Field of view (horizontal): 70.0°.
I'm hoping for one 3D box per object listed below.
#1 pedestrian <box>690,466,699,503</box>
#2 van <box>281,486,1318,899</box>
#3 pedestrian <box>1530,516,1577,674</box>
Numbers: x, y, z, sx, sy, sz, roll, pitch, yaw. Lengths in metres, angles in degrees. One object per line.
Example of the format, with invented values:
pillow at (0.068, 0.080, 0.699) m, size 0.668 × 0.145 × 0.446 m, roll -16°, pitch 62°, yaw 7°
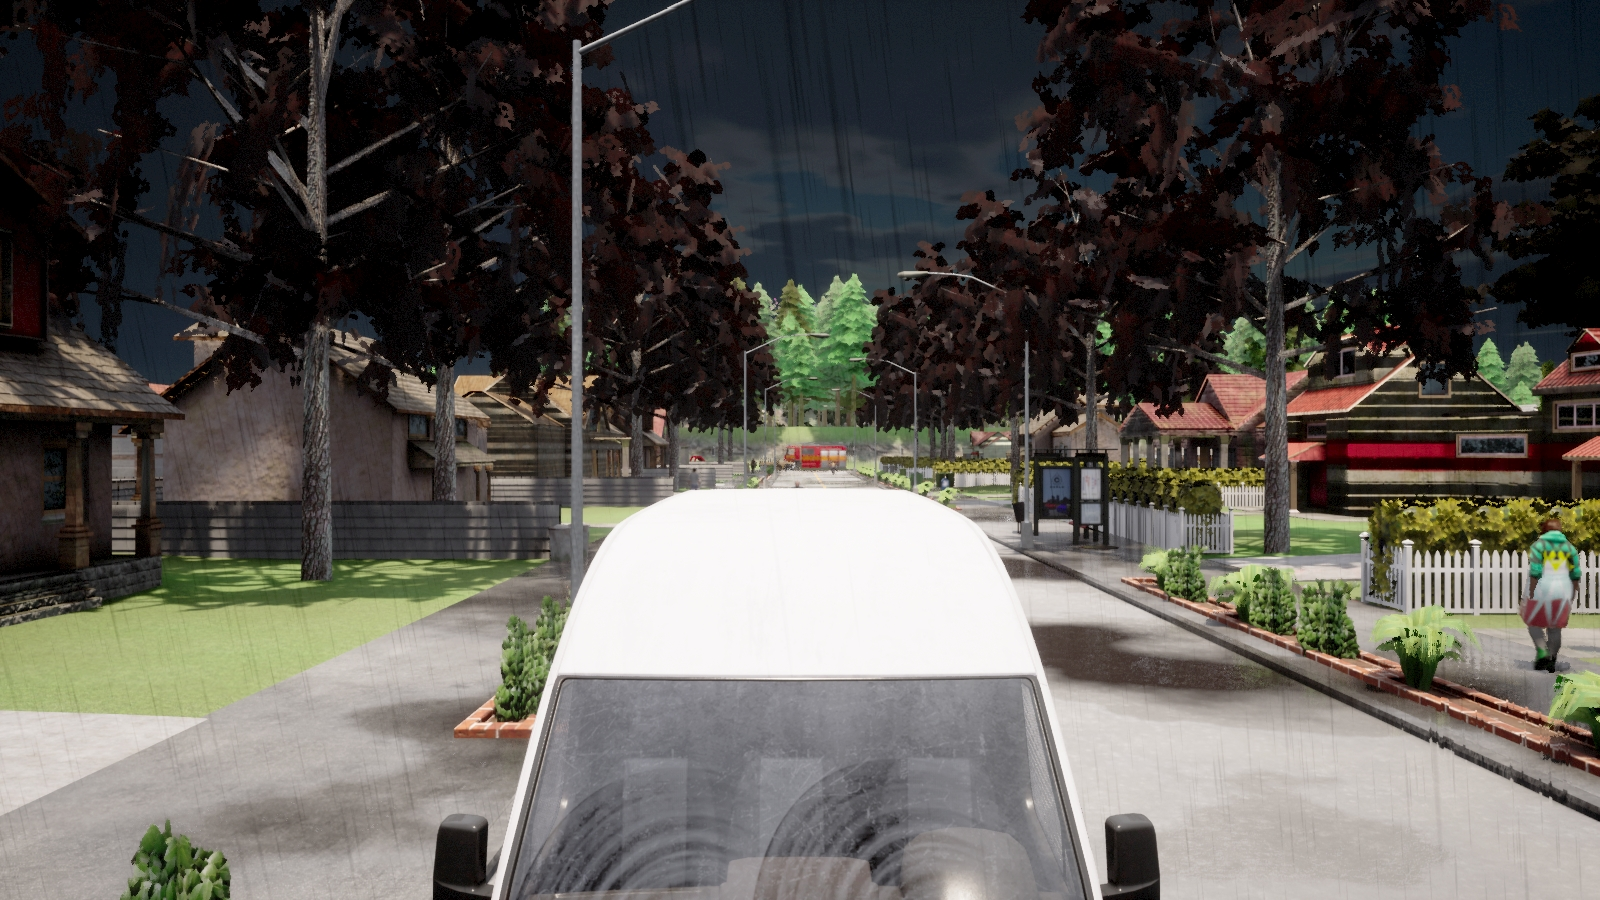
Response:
pedestrian at (-5.336, 1.743, 57.740) m, size 0.375 × 1.860 × 0.375 m, roll 0°, pitch 0°, yaw 3°
van at (-0.006, 1.534, 5.149) m, size 1.988 × 2.561 × 5.915 m, roll 0°, pitch 0°, yaw 0°
pedestrian at (9.157, 1.744, 13.887) m, size 0.375 × 1.860 × 0.375 m, roll 0°, pitch 0°, yaw 13°
